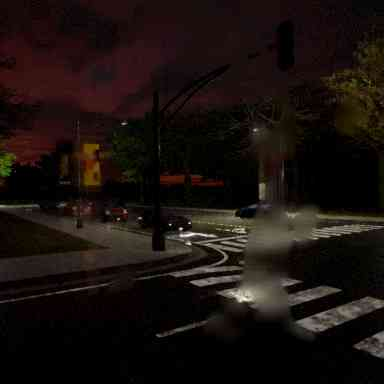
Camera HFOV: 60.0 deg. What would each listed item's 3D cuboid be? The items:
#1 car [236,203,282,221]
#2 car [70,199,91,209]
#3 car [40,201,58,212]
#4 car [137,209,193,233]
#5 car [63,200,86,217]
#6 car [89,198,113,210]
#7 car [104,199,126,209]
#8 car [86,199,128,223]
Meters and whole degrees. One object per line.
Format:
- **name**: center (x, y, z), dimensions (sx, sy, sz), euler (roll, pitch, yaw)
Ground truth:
- **car**: center (5.639, 1.645, 28.407), dimensions (1.994, 1.385, 4.181), euler (-1, 0, -35)
- **car**: center (-19.656, 2.079, 58.701), dimensions (2.033, 1.411, 5.357), euler (-1, 0, -35)
- **car**: center (-21.631, 2.120, 50.194), dimensions (1.882, 1.535, 5.008), euler (-1, 0, -35)
- **car**: center (-1.975, 1.820, 22.069), dimensions (2.033, 1.411, 5.357), euler (-1, 0, -29)
- **car**: center (-13.087, 1.812, 37.838), dimensions (2.097, 1.767, 4.553), euler (-1, 0, -35)
- **car**: center (-13.791, 1.783, 50.392), dimensions (2.097, 1.767, 4.553), euler (-1, 0, -35)
- **car**: center (-12.559, 1.896, 54.275), dimensions (1.837, 1.490, 4.892), euler (-1, 1, -35)
- **car**: center (-7.475, 1.717, 29.819), dimensions (2.097, 1.767, 4.553), euler (-1, 0, -35)
